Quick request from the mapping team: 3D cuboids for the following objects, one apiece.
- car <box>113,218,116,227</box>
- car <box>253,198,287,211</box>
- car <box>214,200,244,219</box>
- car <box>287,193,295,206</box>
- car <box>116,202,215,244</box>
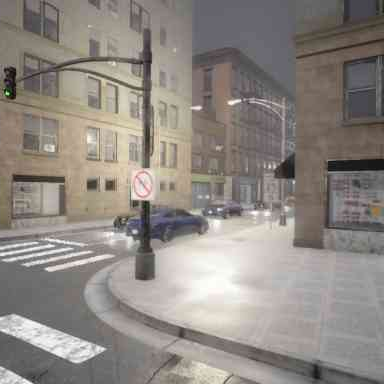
[{"bbox_3d":[-2.452,1.388,18.910,1.994,1.385,4.181,1,1,34],"label":"car"},{"bbox_3d":[7.962,1.191,34.503,1.994,1.385,4.181,1,1,34],"label":"car"},{"bbox_3d":[2.462,1.297,26.277,1.994,1.385,4.181,1,1,34],"label":"car"},{"bbox_3d":[13.685,0.870,43.013,2.097,1.767,4.553,1,1,34],"label":"car"},{"bbox_3d":[-1.019,1.409,15.295,1.812,1.442,4.674,1,1,34],"label":"car"}]
